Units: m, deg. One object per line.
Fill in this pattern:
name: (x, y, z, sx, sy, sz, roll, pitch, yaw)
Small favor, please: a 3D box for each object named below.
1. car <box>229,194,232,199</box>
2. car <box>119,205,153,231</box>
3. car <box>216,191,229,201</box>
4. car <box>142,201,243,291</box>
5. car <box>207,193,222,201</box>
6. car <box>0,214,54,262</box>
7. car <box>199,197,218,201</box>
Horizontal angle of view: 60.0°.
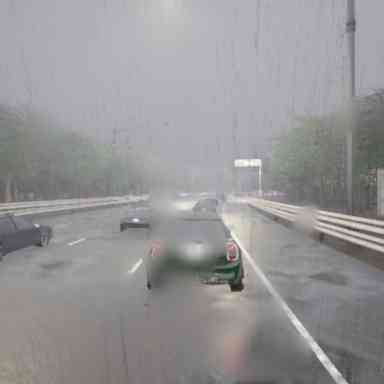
car: (9.359, 1.161, 85.989, 1.895, 1.301, 4.718, 0, 0, 13)
car: (-2.884, 1.461, 19.676, 1.994, 1.385, 4.181, 0, 0, 3)
car: (5.957, 0.889, 68.689, 2.150, 2.045, 5.566, 0, 0, 10)
car: (0.117, 1.307, 9.107, 2.097, 1.767, 4.553, 0, 0, 1)
car: (2.832, 1.257, 47.345, 1.882, 1.535, 5.008, 0, 0, 7)
car: (-6.727, 1.473, 11.425, 2.033, 1.411, 5.357, 0, 0, 2)
car: (1.132, 1.424, 29.825, 1.994, 1.385, 4.181, 0, 0, 4)
